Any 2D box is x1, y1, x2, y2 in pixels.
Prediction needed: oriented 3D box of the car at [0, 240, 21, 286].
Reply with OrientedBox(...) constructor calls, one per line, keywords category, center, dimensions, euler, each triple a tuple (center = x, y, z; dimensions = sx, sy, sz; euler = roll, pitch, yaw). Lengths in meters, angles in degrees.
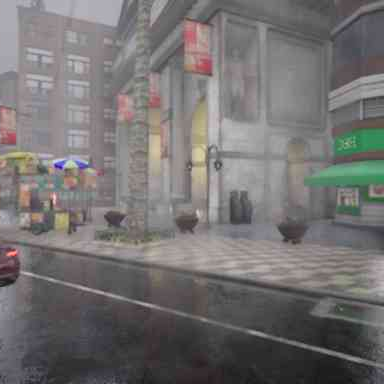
OrientedBox(category="car", center=(-6.000, 1.519, 8.111), dimensions=(4.674, 1.442, 1.812), euler=(0, 0, 35))
